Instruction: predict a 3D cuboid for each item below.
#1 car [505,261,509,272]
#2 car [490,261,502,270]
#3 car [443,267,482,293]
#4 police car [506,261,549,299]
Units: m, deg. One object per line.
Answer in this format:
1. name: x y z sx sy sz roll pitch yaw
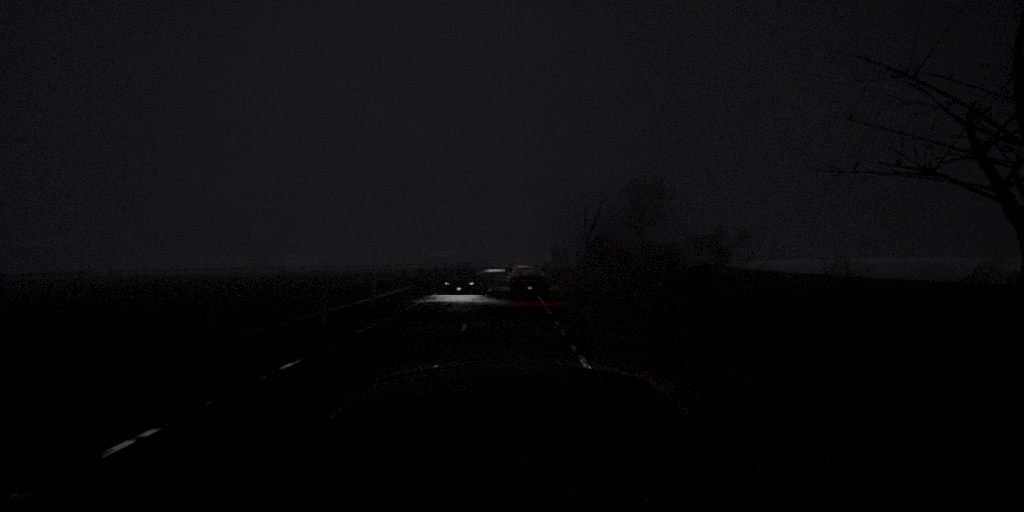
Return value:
1. car: -0.003 1.616 53.255 1.994 1.385 4.181 0 0 0
2. car: -2.778 1.625 64.241 2.128 1.511 4.902 0 0 0
3. car: -2.853 1.406 21.917 2.033 1.411 5.357 0 0 0
4. police car: 0.822 1.267 18.992 1.930 1.638 5.238 0 0 0
